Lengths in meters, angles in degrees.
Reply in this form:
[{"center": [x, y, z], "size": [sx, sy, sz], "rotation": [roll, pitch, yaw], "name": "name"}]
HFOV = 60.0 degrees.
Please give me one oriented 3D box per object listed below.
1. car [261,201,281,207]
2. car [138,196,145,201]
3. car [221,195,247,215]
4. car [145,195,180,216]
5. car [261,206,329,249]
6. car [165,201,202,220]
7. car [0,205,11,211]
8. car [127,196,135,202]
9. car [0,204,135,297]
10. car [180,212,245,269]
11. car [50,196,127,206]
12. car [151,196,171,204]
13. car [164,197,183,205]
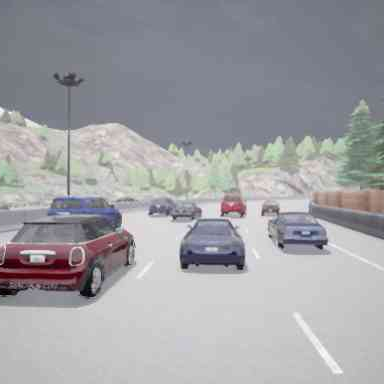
[{"center": [8.212, 1.634, 34.613], "size": [1.812, 1.442, 4.674], "rotation": [0, 0, 14], "name": "car"}, {"center": [-9.392, 1.511, 69.300], "size": [2.097, 1.767, 4.553], "rotation": [0, 0, 24], "name": "car"}, {"center": [4.190, 1.316, 33.006], "size": [2.150, 2.045, 5.566], "rotation": [0, 0, 13], "name": "car"}, {"center": [-2.751, 1.433, 33.903], "size": [2.097, 1.767, 4.553], "rotation": [0, 0, 13], "name": "car"}, {"center": [4.552, 1.597, 14.974], "size": [2.033, 1.411, 5.357], "rotation": [0, 0, 6], "name": "car"}, {"center": [-0.364, 1.621, 28.612], "size": [2.033, 1.411, 5.357], "rotation": [0, 0, 11], "name": "car"}, {"center": [-15.432, 1.629, 24.950], "size": [1.895, 1.301, 4.718], "rotation": [0, 0, 9], "name": "car"}, {"center": [-13.688, 1.621, 68.188], "size": [1.882, 1.535, 5.008], "rotation": [0, 0, 22], "name": "car"}, {"center": [-2.974, 1.368, 8.818], "size": [2.097, 1.767, 4.553], "rotation": [0, 0, 4], "name": "car"}, {"center": [0.723, 1.595, 11.394], "size": [1.994, 1.385, 4.181], "rotation": [0, 0, 5], "name": "car"}, {"center": [-5.623, 1.255, 17.952], "size": [2.150, 2.045, 5.566], "rotation": [0, 0, 7], "name": "car"}, {"center": [-6.297, 1.660, 67.663], "size": [1.837, 1.490, 4.892], "rotation": [0, 0, 24], "name": "car"}, {"center": [-3.649, 1.684, 64.986], "size": [1.812, 1.442, 4.674], "rotation": [0, 0, 24], "name": "car"}]
